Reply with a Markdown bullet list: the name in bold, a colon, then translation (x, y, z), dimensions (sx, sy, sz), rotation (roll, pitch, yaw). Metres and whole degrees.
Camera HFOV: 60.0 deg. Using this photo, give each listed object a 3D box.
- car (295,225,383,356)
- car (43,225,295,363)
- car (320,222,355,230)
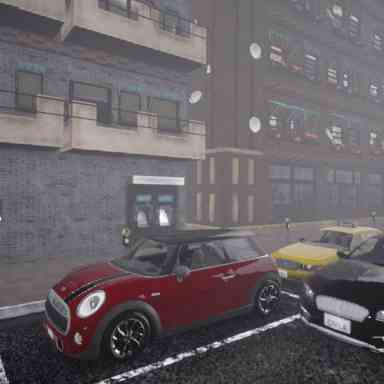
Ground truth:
- **car**: translation (3.933, 1.492, 5.881), dimensions (4.902, 1.511, 2.128), rotation (0, 0, -36)
- **car**: translation (-0.363, 1.441, 5.829), dimensions (4.097, 1.590, 1.967), rotation (0, 1, -36)
- **car**: translation (4.013, 1.527, 8.957), dimensions (4.829, 1.417, 1.752), rotation (0, 1, -36)
